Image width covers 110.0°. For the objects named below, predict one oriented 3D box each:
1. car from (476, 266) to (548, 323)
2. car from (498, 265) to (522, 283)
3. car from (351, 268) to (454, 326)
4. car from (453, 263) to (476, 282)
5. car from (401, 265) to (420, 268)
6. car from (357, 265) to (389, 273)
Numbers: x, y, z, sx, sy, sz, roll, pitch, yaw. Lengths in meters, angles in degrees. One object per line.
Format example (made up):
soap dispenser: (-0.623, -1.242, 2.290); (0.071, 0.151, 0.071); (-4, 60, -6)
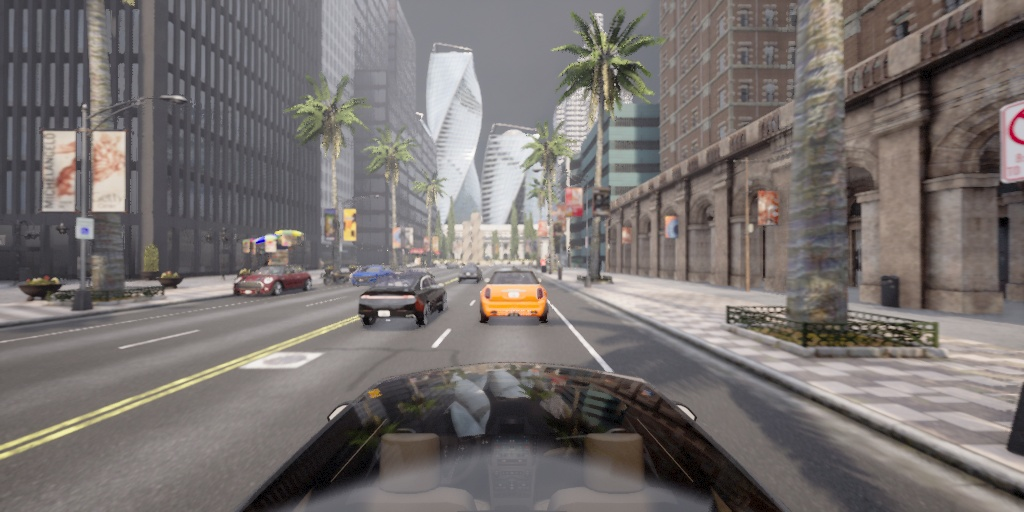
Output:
car: (0.052, 1.209, 12.844); (2.097, 1.767, 4.553); (0, -1, 0)
car: (-0.205, 1.597, 32.508); (2.033, 1.411, 5.357); (0, -1, -1)
car: (-3.444, 1.345, 12.068); (2.128, 1.511, 4.902); (0, 0, 0)
car: (-3.706, 1.598, 32.499); (2.033, 1.411, 5.357); (0, -1, -1)
car: (-7.321, 1.603, 27.296); (1.895, 1.301, 4.718); (0, -1, -1)
car: (-10.834, 1.489, 28.167); (1.882, 1.535, 5.008); (0, -1, -1)
